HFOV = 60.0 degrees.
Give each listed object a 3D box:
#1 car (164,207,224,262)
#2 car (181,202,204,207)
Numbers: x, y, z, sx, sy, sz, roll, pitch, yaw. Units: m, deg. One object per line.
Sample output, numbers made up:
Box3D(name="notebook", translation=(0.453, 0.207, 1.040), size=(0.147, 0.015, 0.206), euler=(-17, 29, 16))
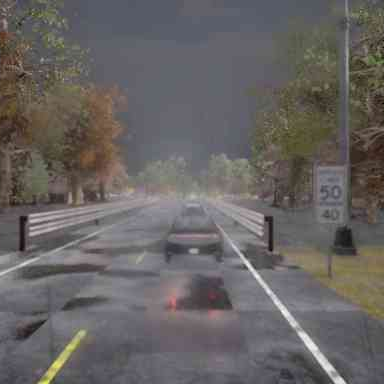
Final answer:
Box3D(name="car", translation=(0.065, 1.502, 12.074), size=(2.128, 1.511, 4.902), euler=(0, 0, 0))
Box3D(name="car", translation=(0.064, 1.549, 28.052), size=(1.812, 1.442, 4.674), euler=(0, 0, 0))
